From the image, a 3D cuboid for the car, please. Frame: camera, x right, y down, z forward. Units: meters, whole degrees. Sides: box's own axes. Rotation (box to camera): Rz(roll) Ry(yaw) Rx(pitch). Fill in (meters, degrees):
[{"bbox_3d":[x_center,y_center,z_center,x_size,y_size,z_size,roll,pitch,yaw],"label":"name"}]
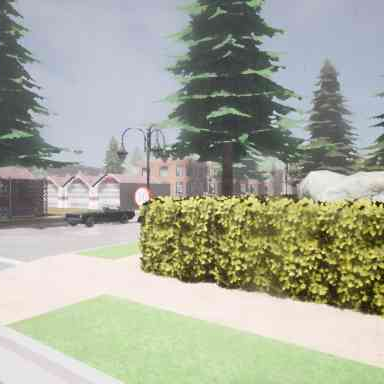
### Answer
[{"bbox_3d":[-6.119,1.562,22.343,1.895,1.301,4.718,0,0,35],"label":"car"}]
